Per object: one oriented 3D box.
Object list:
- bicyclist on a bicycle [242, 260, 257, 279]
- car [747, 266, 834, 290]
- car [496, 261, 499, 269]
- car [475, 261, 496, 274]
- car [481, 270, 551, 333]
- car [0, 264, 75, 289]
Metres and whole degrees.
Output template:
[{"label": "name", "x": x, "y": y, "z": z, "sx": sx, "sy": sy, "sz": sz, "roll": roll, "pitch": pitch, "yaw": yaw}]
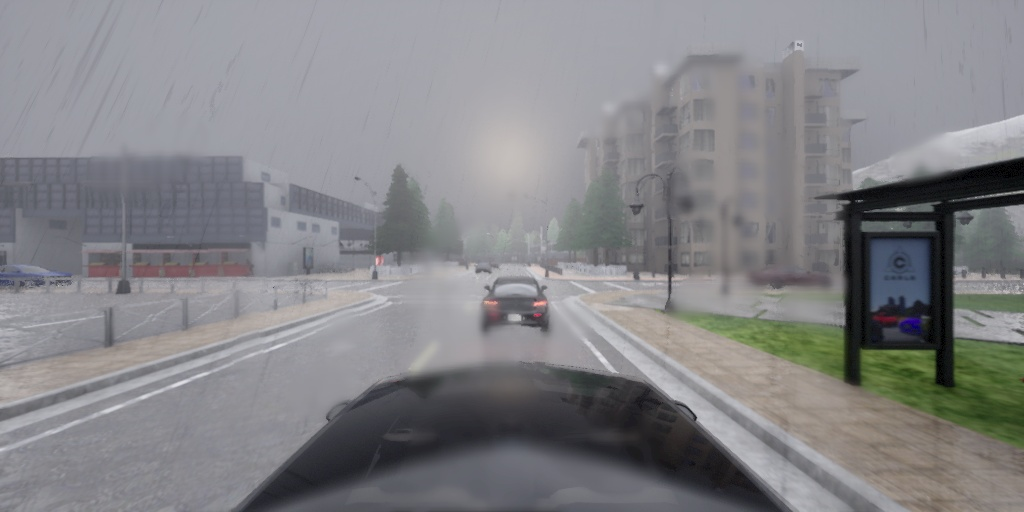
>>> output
[{"label": "bicyclist on a bicycle", "x": -22.266, "y": 1.153, "z": 30.451, "sx": 0.582, "sy": 1.620, "sz": 1.656, "roll": 0, "pitch": 0, "yaw": 1}, {"label": "car", "x": 17.344, "y": 1.345, "z": 22.453, "sx": 4.674, "sy": 1.442, "sz": 1.812, "roll": 0, "pitch": 0, "yaw": 1}, {"label": "car", "x": -3.281, "y": 1.605, "z": 63.723, "sx": 1.895, "sy": 1.301, "sz": 4.718, "roll": 0, "pitch": 0, "yaw": 1}, {"label": "car", "x": -3.429, "y": 1.471, "z": 44.092, "sx": 2.033, "sy": 1.411, "sz": 5.357, "roll": 0, "pitch": 0, "yaw": 0}, {"label": "car", "x": 0.113, "y": 1.313, "z": 10.723, "sx": 1.812, "sy": 1.442, "sz": 4.674, "roll": 0, "pitch": 0, "yaw": 0}, {"label": "car", "x": -31.345, "y": 1.300, "z": 23.094, "sx": 5.008, "sy": 1.535, "sz": 1.882, "roll": 0, "pitch": 0, "yaw": 1}]
